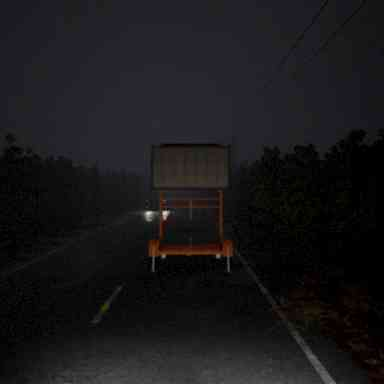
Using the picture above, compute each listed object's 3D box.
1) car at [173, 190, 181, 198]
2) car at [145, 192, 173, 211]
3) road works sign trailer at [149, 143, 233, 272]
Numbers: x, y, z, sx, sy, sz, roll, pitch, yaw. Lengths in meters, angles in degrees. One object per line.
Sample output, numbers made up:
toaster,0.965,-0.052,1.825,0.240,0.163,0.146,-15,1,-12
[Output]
car,-3.459,0.329,74.053,2.097,1.767,4.553,0,1,0
car,-3.415,0.897,33.619,2.097,1.767,4.553,0,1,0
road works sign trailer,-0.035,0.325,10.200,2.380,3.560,2.880,0,1,0
